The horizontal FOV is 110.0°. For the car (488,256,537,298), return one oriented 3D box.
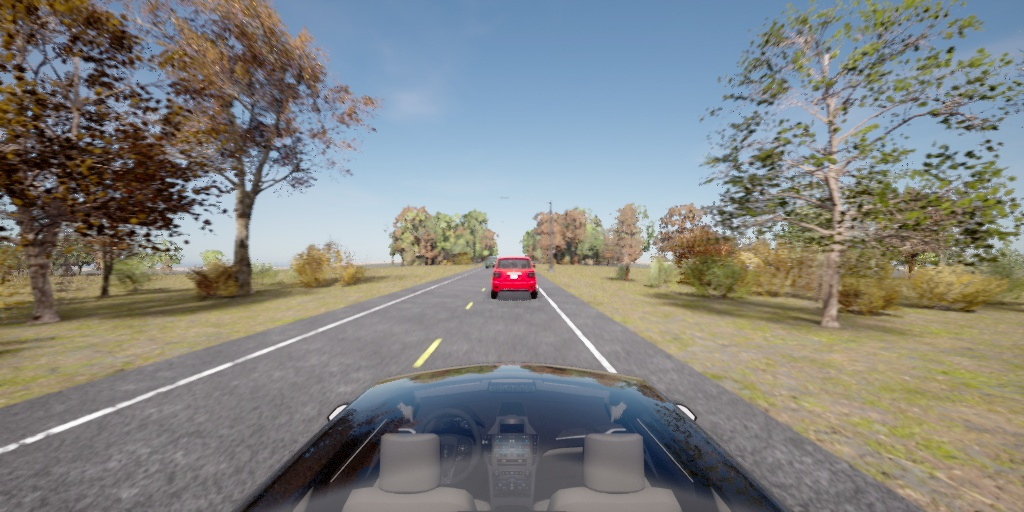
[{"bbox_3d":[0.098,1.036,18.983,2.150,2.045,5.566,0,0,0],"label":"car"}]

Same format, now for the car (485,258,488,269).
[{"bbox_3d":[-3.516,1.198,62.846,2.150,2.045,5.566,0,0,0],"label":"car"}]
